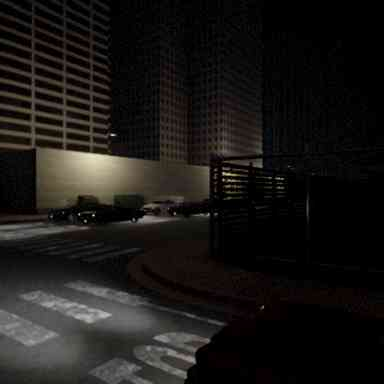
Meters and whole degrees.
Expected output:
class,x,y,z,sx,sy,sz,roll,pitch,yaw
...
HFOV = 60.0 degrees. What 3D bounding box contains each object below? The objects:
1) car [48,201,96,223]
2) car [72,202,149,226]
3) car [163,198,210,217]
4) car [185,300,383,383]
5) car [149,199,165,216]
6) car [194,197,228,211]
class,x,y,z,sx,sy,sz,roll,pitch,yaw
car,-8.309,1.425,25.027,2.128,1.511,4.902,0,0,35
car,-5.495,1.536,22.945,1.895,1.301,4.718,0,0,35
car,-0.188,1.536,30.424,1.895,1.301,4.718,0,0,35
car,2.266,1.601,2.386,4.718,1.301,1.895,0,0,37
car,-2.943,1.460,32.563,1.812,1.442,4.674,0,0,35
car,2.366,1.438,40.065,1.837,1.490,4.892,0,0,36
